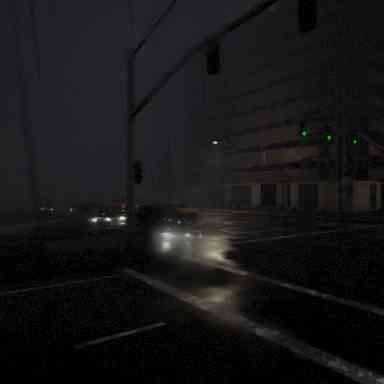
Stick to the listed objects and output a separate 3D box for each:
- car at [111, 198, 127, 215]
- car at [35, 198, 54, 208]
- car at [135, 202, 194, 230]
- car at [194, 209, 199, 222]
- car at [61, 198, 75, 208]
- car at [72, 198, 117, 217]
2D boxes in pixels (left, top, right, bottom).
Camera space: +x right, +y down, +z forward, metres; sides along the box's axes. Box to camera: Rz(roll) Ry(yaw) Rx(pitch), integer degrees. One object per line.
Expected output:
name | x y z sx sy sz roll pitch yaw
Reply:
car | -7.335 1.410 35.048 2.097 1.767 4.553 0 0 -35
car | -22.438 1.604 50.408 2.033 1.411 5.357 0 0 -35
car | -2.180 1.562 21.754 1.837 1.490 4.892 0 0 -36
car | -1.411 1.535 26.713 1.882 1.535 5.008 0 0 -35
car | -18.523 1.605 50.906 2.033 1.411 5.357 0 0 -35
car | -9.481 1.604 32.021 2.033 1.411 5.357 0 0 -35
